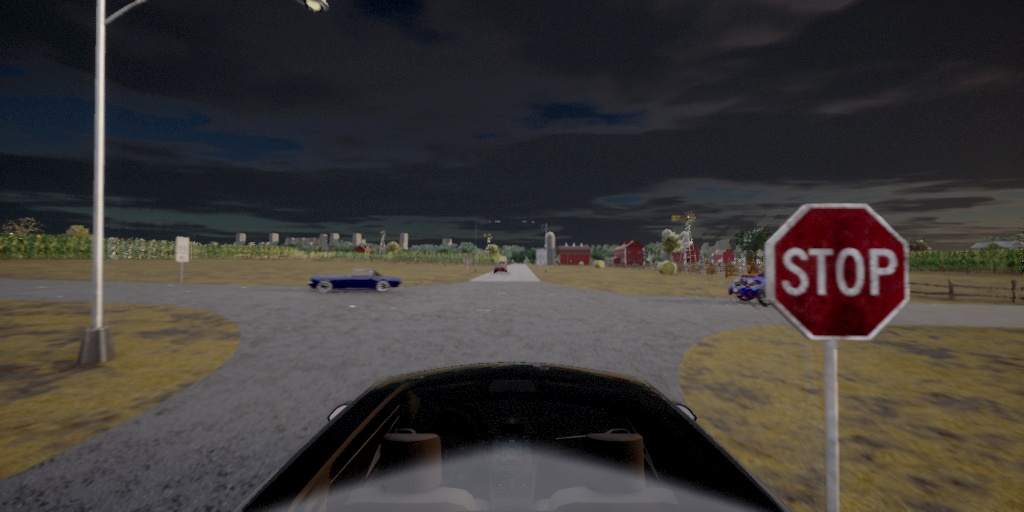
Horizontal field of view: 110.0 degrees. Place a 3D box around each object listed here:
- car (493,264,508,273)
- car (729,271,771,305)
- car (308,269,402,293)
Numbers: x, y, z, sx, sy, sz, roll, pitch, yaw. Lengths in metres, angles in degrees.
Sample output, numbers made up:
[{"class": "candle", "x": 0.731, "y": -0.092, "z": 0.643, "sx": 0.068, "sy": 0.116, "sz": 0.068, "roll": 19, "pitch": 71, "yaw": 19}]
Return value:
[{"class": "car", "x": -1.579, "y": 1.790, "z": 50.844, "sx": 1.895, "sy": 1.301, "sz": 4.718, "roll": 0, "pitch": -1, "yaw": 1}, {"class": "car", "x": 14.668, "y": 1.504, "z": 18.912, "sx": 5.566, "sy": 2.045, "sz": 2.150, "roll": 1, "pitch": -1, "yaw": 4}, {"class": "car", "x": -8.733, "y": 1.360, "z": 20.153, "sx": 4.718, "sy": 1.301, "sz": 1.895, "roll": 2, "pitch": -2, "yaw": -24}]
